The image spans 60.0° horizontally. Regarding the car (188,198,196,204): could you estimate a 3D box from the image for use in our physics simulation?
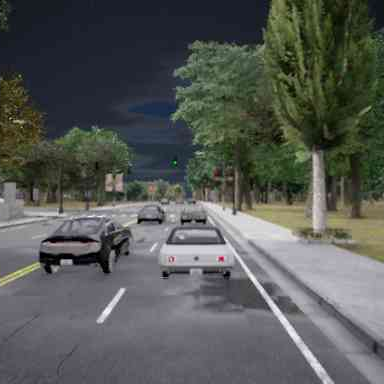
[{"bbox_3d":[0.012,2.361,86.609,2.097,1.767,4.553,0,-1,0],"label":"car"}]

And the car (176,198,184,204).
[{"bbox_3d":[-3.238,2.561,86.668,1.994,1.385,4.181,0,-1,0],"label":"car"}]

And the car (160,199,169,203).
[{"bbox_3d":[-6.489,2.370,79.398,1.882,1.535,5.008,0,-1,0],"label":"car"}]

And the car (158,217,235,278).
[{"bbox_3d":[0.105,1.668,10.315,1.895,1.301,4.718,0,0,0],"label":"car"}]

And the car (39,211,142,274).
[{"bbox_3d":[-3.148,1.561,10.759,2.128,1.511,4.902,0,0,0],"label":"car"}]

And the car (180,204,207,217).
[{"bbox_3d":[0.103,1.783,25.025,1.895,1.301,4.718,0,-1,0],"label":"car"}]

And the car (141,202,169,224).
[{"bbox_3d":[-3.146,1.760,26.597,1.994,1.385,4.181,0,-1,0],"label":"car"}]
